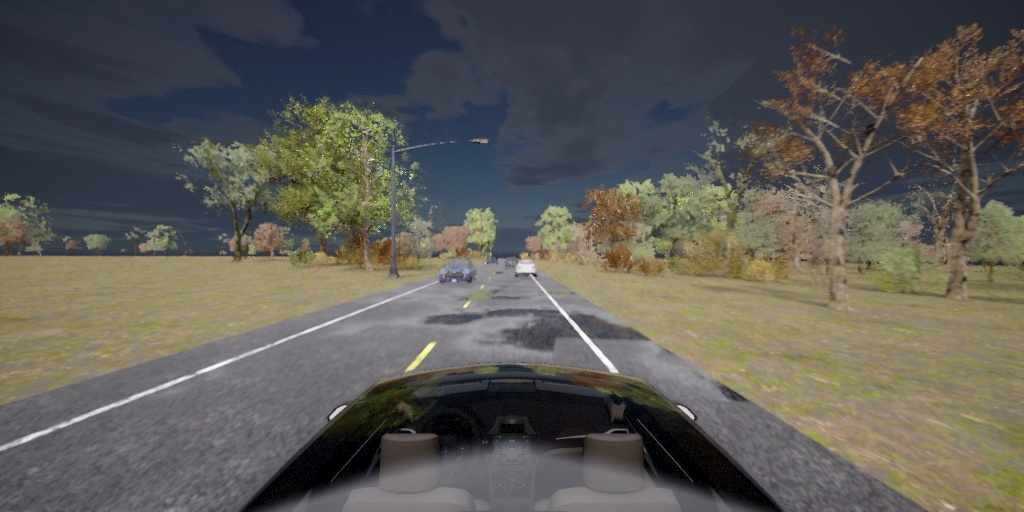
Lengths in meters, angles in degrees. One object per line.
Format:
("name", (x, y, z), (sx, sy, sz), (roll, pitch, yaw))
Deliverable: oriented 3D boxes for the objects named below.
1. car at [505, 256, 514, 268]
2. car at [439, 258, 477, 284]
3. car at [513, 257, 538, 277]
("car", (-0.036, 0.893, 51.360), (2.128, 1.511, 4.902), (0, 0, 0))
("car", (-3.609, 0.928, 24.541), (2.097, 1.767, 4.553), (0, 0, 0))
("car", (1.198, 1.050, 31.773), (1.812, 1.442, 4.674), (0, 0, 0))
